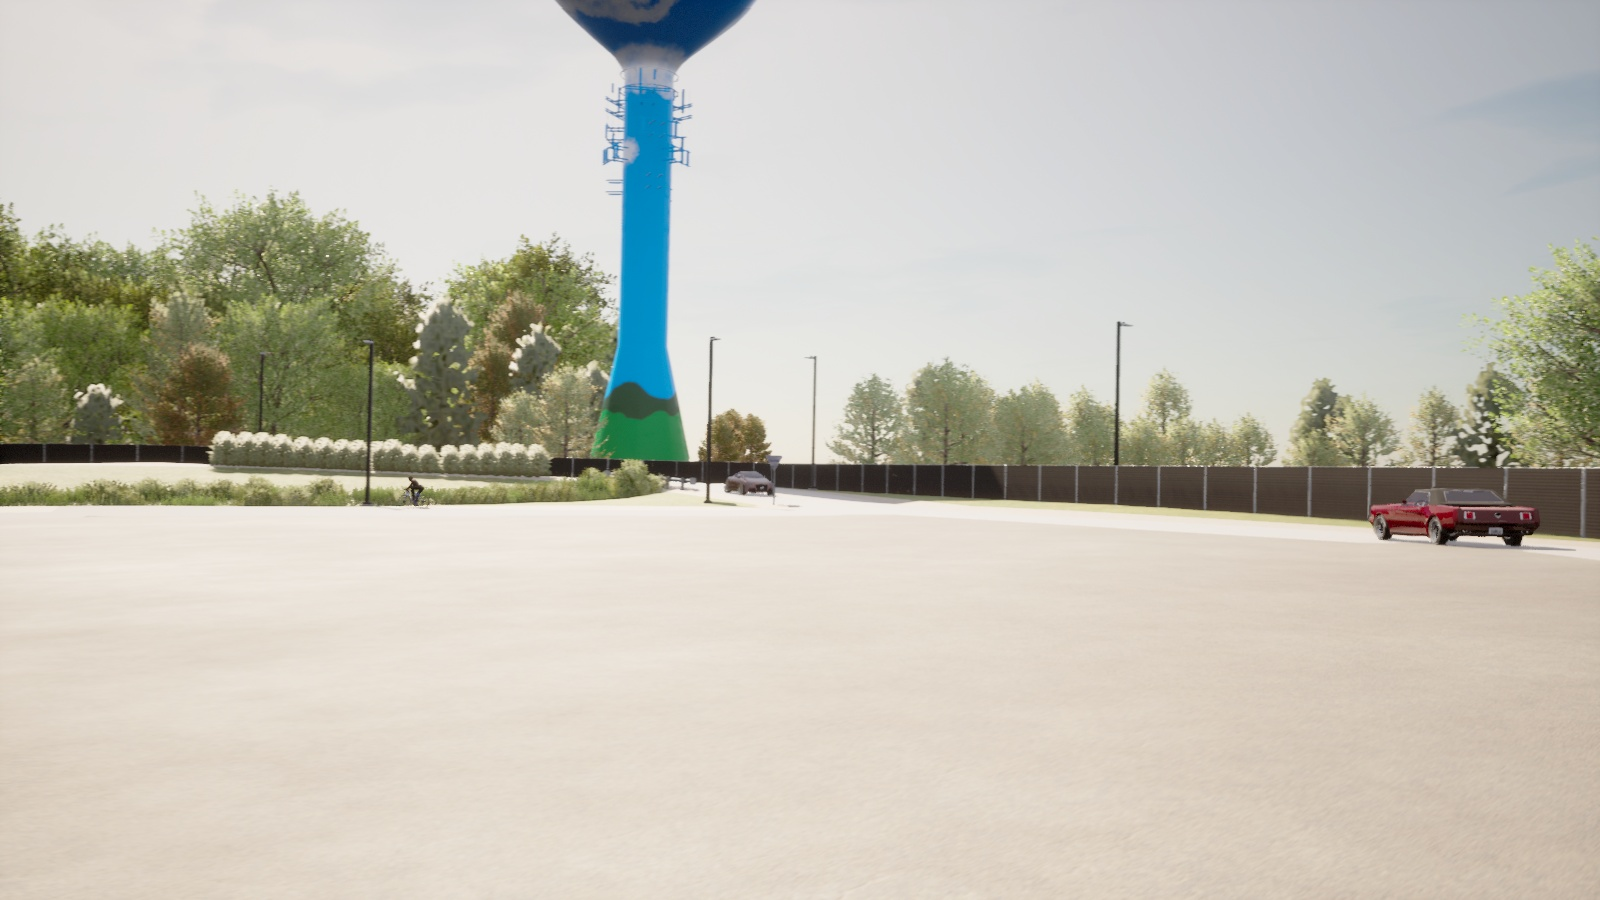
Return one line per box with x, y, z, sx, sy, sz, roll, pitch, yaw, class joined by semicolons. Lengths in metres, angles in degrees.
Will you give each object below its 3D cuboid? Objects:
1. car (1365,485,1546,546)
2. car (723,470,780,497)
15.207;1.487;29.470;1.895;1.301;4.718;0;-2;2;car
-2.952;2.004;75.232;1.994;1.385;4.181;1;1;-24;car
